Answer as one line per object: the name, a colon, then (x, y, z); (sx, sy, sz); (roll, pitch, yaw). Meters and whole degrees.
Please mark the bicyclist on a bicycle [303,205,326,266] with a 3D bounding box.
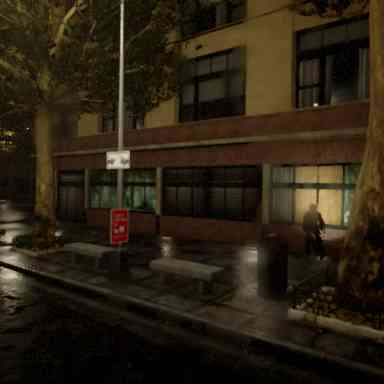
bicyclist on a bicycle: (3.478, 1.200, 9.441); (0.582, 1.620, 1.656); (-7, -4, 36)
